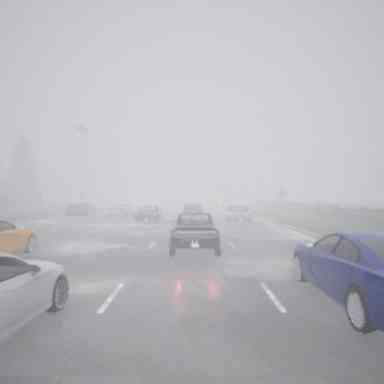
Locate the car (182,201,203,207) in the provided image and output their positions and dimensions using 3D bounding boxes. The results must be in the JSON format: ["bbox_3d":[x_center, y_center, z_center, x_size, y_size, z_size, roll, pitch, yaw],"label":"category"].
[{"bbox_3d":[0.069,1.657,32.778,1.882,1.535,5.008,0,0,-1],"label":"car"}]

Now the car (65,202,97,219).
[{"bbox_3d":[-10.411,1.666,31.509,2.128,1.511,4.902,0,0,-1],"label":"car"}]

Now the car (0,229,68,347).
[{"bbox_3d":[-3.398,1.553,4.803,1.812,1.442,4.674,0,0,0],"label":"car"}]

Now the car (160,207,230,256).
[{"bbox_3d":[0.104,1.566,13.457,2.128,1.511,4.902,0,0,0],"label":"car"}]

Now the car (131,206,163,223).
[{"bbox_3d":[-3.392,1.749,26.892,1.895,1.301,4.718,0,0,0],"label":"car"}]

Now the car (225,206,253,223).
[{"bbox_3d":[3.608,1.748,26.890,1.895,1.301,4.718,0,0,0],"label":"car"}]

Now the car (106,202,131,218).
[{"bbox_3d":[-6.919,1.702,32.133,1.812,1.442,4.674,0,0,-1],"label":"car"}]

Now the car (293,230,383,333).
[{"bbox_3d":[3.602,1.515,6.860,1.882,1.535,5.008,0,0,0],"label":"car"}]

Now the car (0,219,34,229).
[{"bbox_3d":[-6.897,1.538,10.794,1.882,1.535,5.008,0,0,0],"label":"car"}]

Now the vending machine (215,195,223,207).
[{"bbox_3d":[4.741,1.511,57.872,1.100,2.100,0.880,0,0,-13],"label":"vending machine"}]
